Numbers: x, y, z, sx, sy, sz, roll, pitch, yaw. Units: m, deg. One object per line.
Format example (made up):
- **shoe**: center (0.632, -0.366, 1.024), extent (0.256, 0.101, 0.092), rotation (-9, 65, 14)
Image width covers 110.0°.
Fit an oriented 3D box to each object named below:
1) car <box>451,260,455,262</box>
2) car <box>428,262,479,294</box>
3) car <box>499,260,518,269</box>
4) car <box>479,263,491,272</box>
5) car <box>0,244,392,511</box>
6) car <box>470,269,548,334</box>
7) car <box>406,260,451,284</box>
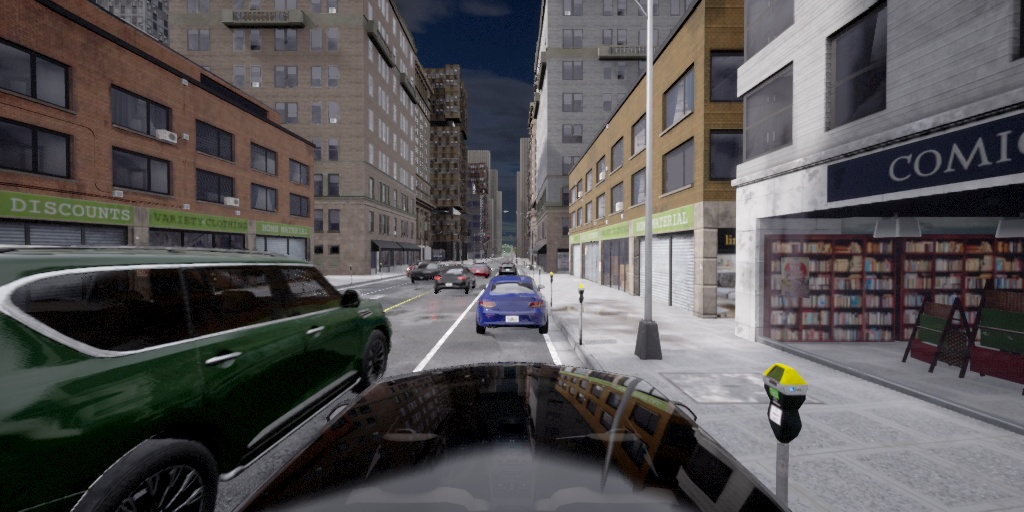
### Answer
- **car**: center (-8.909, 1.304, 45.944), extent (2.007, 1.370, 4.403), rotation (0, 0, 0)
- **car**: center (-3.142, 1.273, 20.173), extent (1.812, 1.442, 4.674), rotation (0, 0, 0)
- **car**: center (-0.383, 1.315, 34.934), extent (1.948, 1.339, 4.313), rotation (0, 0, 0)
- **car**: center (-3.051, 1.313, 33.837), extent (1.994, 1.385, 4.181), rotation (0, 0, 0)
- **car**: center (-3.048, 0.967, 3.547), extent (2.150, 2.045, 5.566), rotation (0, -1, 0)
- **car**: center (0.003, 1.274, 10.501), extent (1.812, 1.442, 4.674), rotation (0, 0, 0)
- **car**: center (-6.243, 1.225, 27.281), extent (1.882, 1.535, 5.008), rotation (0, 0, 0)
